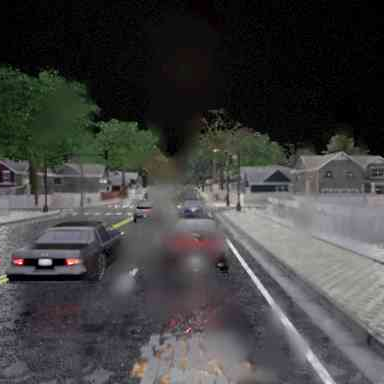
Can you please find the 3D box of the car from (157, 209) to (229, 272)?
[{"bbox_3d":[0.099,1.497,10.707,1.837,1.490,4.892,0,0,0],"label":"car"}]

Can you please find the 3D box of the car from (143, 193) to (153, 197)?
[{"bbox_3d":[-9.739,0.819,74.107,1.994,1.385,4.181,0,1,0],"label":"car"}]

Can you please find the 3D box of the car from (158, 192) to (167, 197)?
[{"bbox_3d":[-6.489,0.791,74.106,1.812,1.442,4.674,0,1,0],"label":"car"}]

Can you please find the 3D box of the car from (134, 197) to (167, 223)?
[{"bbox_3d":[-3.150,1.408,24.902,2.128,1.511,4.902,0,0,0],"label":"car"}]

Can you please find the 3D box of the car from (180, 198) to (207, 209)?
[{"bbox_3d":[0.108,1.264,25.709,2.097,1.767,4.553,0,1,0],"label":"car"}]

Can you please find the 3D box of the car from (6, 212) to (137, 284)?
[{"bbox_3d":[-3.147,1.543,9.638,2.033,1.411,5.357,0,0,0],"label":"car"}]
